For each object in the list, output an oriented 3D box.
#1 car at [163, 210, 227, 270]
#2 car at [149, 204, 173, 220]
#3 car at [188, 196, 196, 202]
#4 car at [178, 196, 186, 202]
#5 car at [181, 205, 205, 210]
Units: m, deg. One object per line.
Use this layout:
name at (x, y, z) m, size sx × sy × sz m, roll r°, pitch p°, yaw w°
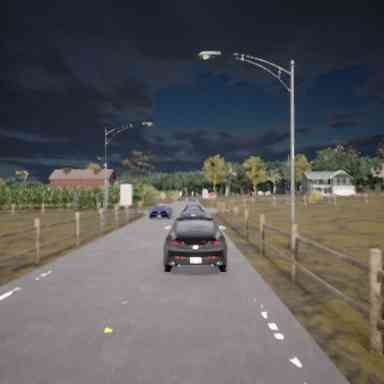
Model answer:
car at (0.099, 1.572, 11.215) m, size 1.837 × 1.490 × 4.892 m, roll 0°, pitch 0°, yaw 0°
car at (-2.773, 1.762, 30.347) m, size 1.895 × 1.301 × 4.718 m, roll 0°, pitch 0°, yaw 0°
car at (0.017, 1.822, 87.922) m, size 1.994 × 1.385 × 4.181 m, roll 0°, pitch 0°, yaw 0°
car at (-2.732, 1.907, 90.236) m, size 1.994 × 1.385 × 4.181 m, roll 0°, pitch 0°, yaw 0°
car at (0.098, 1.706, 26.022) m, size 1.994 × 1.385 × 4.181 m, roll 0°, pitch 0°, yaw 0°
